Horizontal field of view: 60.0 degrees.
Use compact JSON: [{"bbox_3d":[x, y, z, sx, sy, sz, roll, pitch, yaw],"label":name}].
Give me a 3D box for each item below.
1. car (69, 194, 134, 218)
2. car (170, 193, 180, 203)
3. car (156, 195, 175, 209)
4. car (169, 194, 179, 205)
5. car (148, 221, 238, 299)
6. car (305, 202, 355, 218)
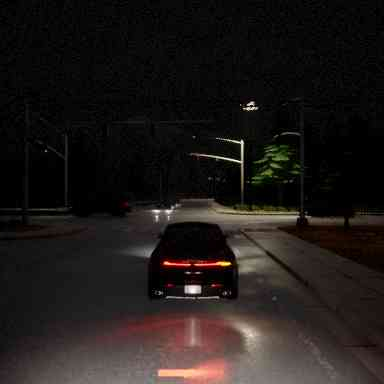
[{"bbox_3d":[-8.067,1.238,29.943,5.566,2.045,2.150,0,0,1],"label":"car"},{"bbox_3d":[-3.560,1.221,65.434,2.150,2.045,5.566,0,0,1],"label":"car"},{"bbox_3d":[-3.683,1.505,44.355,1.837,1.490,4.892,0,0,0],"label":"car"},{"bbox_3d":[-3.686,1.547,54.802,2.033,1.411,5.357,0,0,0],"label":"car"},{"bbox_3d":[0.031,1.501,8.416,1.837,1.490,4.892,0,0,0],"label":"car"},{"bbox_3d":[12.190,1.589,29.618,4.181,1.385,1.994,0,0,1],"label":"car"}]
